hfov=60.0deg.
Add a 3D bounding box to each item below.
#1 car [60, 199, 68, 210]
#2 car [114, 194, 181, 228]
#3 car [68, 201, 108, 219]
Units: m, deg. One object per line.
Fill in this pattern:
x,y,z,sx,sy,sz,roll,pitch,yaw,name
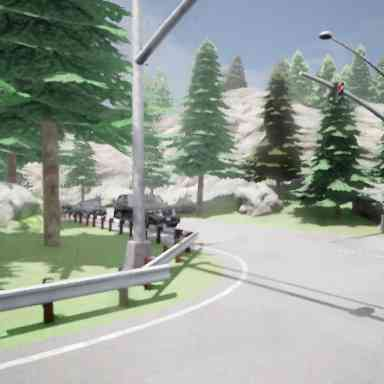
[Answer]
-15.115,1.468,36.898,5.357,1.411,2.033,0,0,43,car
-2.930,1.144,20.550,2.150,2.045,5.566,-1,0,-36,car
-8.834,1.484,28.605,1.994,1.385,4.181,-1,0,-36,car
